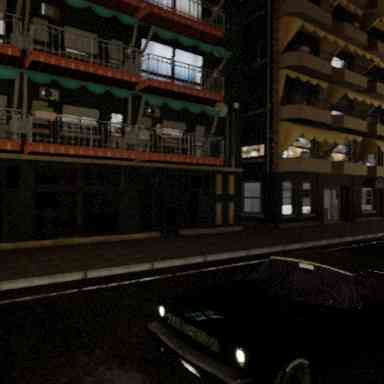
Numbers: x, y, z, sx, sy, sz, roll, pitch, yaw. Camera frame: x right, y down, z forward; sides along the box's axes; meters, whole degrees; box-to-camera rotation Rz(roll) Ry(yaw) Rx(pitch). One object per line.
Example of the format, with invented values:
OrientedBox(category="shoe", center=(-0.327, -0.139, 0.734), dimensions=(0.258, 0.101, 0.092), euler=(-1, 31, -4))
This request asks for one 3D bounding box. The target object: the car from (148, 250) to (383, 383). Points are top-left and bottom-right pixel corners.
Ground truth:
OrientedBox(category="car", center=(1.776, 1.637, 4.942), dimensions=(4.718, 1.301, 1.895), euler=(1, 0, -35))
